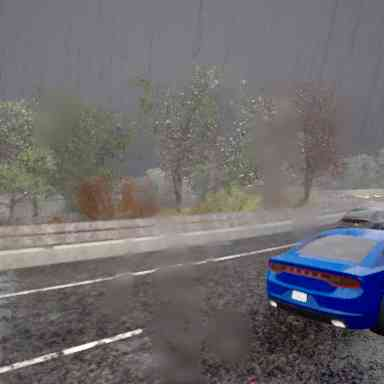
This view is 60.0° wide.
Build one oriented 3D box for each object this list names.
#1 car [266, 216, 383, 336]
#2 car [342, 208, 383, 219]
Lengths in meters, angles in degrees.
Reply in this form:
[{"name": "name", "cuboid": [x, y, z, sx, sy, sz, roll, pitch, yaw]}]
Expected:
[{"name": "car", "cuboid": [3.614, 1.490, 6.806, 5.008, 1.535, 1.882, 0, 0, -39]}, {"name": "car", "cuboid": [8.708, 1.530, 16.082, 4.892, 1.490, 1.837, 0, 0, -44]}]
